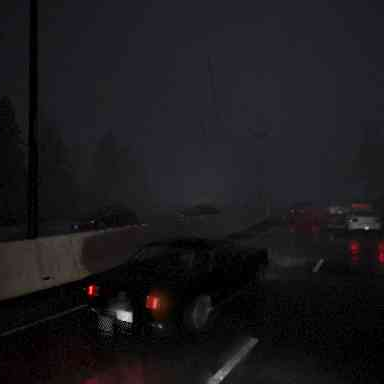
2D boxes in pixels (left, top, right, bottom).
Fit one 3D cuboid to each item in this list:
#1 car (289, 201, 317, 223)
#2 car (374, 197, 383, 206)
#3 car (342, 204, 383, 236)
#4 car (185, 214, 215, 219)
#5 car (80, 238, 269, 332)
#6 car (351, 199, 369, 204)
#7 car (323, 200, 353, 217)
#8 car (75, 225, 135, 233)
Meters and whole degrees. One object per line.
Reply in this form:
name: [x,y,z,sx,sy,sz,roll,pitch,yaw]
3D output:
car: [9.196,1.529,27.580,2.097,1.767,4.553,0,0,18]
car: [16.365,1.390,27.054,2.150,2.045,5.566,0,-1,18]
car: [9.974,1.649,19.426,1.812,1.442,4.674,0,0,23]
car: [0.649,1.654,24.799,2.128,1.511,4.902,0,0,21]
car: [0.087,1.648,7.062,1.895,1.301,4.718,0,0,30]
car: [19.218,1.597,38.686,2.097,1.767,4.553,0,0,12]
car: [14.619,1.740,33.750,1.812,1.442,4.674,0,0,14]
car: [-5.161,1.625,20.031,2.128,1.511,4.902,0,0,25]
